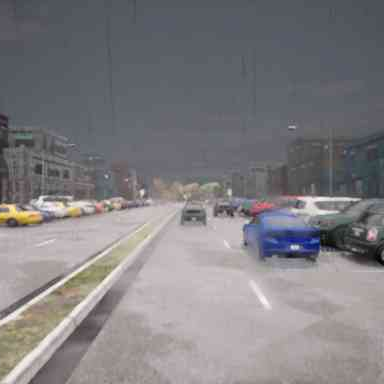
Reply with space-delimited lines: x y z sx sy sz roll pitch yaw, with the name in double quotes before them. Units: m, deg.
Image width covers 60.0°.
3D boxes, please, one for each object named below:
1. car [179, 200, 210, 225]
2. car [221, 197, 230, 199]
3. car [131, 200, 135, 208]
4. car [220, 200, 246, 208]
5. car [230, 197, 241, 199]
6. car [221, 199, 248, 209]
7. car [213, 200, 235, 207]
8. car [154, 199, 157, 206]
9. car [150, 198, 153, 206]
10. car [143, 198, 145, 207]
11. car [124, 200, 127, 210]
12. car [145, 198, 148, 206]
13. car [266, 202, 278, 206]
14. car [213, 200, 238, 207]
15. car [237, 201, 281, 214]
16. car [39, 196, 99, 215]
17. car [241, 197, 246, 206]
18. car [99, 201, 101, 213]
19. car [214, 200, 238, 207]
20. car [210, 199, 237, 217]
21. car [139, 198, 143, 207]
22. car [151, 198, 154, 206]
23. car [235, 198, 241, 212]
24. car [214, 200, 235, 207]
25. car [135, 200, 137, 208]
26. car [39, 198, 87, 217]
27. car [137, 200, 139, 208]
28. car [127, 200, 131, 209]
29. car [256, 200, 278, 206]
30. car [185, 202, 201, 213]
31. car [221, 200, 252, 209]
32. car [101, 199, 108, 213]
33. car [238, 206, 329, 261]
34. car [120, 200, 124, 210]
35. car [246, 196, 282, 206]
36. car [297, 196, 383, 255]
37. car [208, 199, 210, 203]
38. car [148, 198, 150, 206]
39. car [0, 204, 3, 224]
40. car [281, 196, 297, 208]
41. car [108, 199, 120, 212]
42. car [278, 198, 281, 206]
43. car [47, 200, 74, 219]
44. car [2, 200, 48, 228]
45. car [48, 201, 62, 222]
"car" 0.129 1.611 25.085 1.837 1.490 4.892 0 0 0
"car" 7.729 1.821 52.416 5.566 2.045 2.435 0 -1 0
"car" -12.700 2.146 55.651 5.008 1.535 2.097 0 -1 0
"car" 7.743 2.355 63.435 4.792 1.488 2.163 0 -1 0
"car" 7.722 1.766 44.143 4.553 1.767 2.185 0 -1 0
"car" 7.679 2.135 60.682 4.553 1.767 2.185 0 -1 0
"car" 7.910 2.814 82.736 5.366 1.575 1.946 0 -2 0
"car" -12.628 2.663 86.342 5.566 2.045 2.435 0 -2 0
"car" -12.615 2.804 80.653 4.674 1.452 2.002 0 -1 0
"car" -12.666 2.415 66.890 4.892 1.521 2.231 0 -1 0
"car" -12.684 1.894 50.106 4.553 1.767 2.185 0 -1 0
"car" -12.672 2.579 72.320 4.792 1.488 2.163 0 -1 0
"car" 7.695 1.595 22.102 4.792 1.488 2.163 0 0 0
"car" 7.541 2.596 74.461 5.366 1.575 1.946 0 -1 0
"car" 7.682 1.817 38.628 4.674 1.452 2.002 0 -1 0
"car" -12.734 1.420 33.436 5.566 2.045 2.435 0 -1 0
"car" 7.647 1.388 30.367 5.566 2.045 2.435 0 -1 0
"car" -12.752 1.759 36.206 4.674 1.452 2.002 0 -1 0
"car" 7.914 2.667 77.223 5.366 1.575 1.946 0 -2 0
"car" 3.140 1.724 34.455 1.837 1.490 4.892 0 -1 0
"car" -12.663 2.347 64.111 5.008 1.535 2.097 0 -1 0
"car" -12.641 2.714 83.527 4.553 1.767 2.185 0 -2 0
"car" 7.496 1.720 35.872 5.366 1.575 1.946 0 -1 0
"car" 7.756 2.773 79.977 4.792 1.488 2.163 0 -2 0
"car" -12.679 2.212 58.430 4.892 1.521 2.231 0 -1 0
"car" -12.957 1.628 30.654 5.366 1.575 1.946 0 -1 0
"car" -12.706 2.306 61.207 4.792 1.488 2.163 0 -1 0
"car" -12.673 2.112 52.873 4.792 1.488 2.163 0 -1 0
"car" 7.663 1.581 24.854 5.008 1.535 2.097 0 -1 0
"car" 0.148 1.970 42.233 1.895 1.301 4.718 0 -1 0
"car" 7.702 2.196 57.923 5.008 1.535 2.097 0 -1 0
"car" -12.714 1.648 38.986 4.553 1.767 2.185 0 -1 0
"car" 3.114 1.526 12.511 1.882 1.535 5.008 0 0 0
"car" -12.905 1.956 47.442 5.366 1.575 1.946 0 -1 0
"car" 7.644 1.358 27.614 5.566 2.045 2.435 0 -1 0
"car" 7.628 1.282 13.833 5.566 2.045 2.435 0 0 0
"car" 7.692 2.718 88.253 5.566 2.045 2.435 0 -2 0
"car" -12.641 2.621 75.100 4.892 1.521 2.231 0 -1 0
"car" -12.818 1.533 16.896 5.008 1.535 2.097 0 0 0
"car" 7.688 1.290 16.590 5.566 2.045 2.435 0 0 0
"car" -12.734 1.898 44.663 4.892 1.521 2.231 0 -1 0
"car" 7.694 1.425 19.345 4.553 1.767 2.185 0 0 0
"car" -12.777 1.638 27.880 4.674 1.452 2.002 0 -1 0
"car" -12.981 1.551 22.453 5.366 1.575 1.946 0 0 0
"car" -12.790 1.613 25.222 4.674 1.452 2.002 0 0 0
